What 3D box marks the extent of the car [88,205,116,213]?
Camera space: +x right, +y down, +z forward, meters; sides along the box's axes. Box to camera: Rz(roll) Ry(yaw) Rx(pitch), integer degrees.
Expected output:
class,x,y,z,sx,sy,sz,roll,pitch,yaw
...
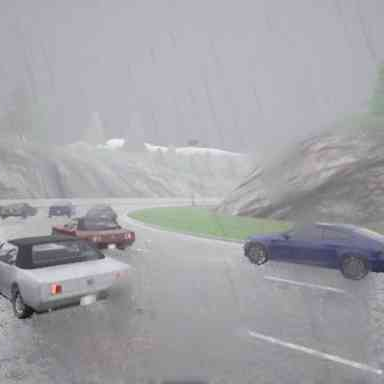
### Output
class,x,y,z,sx,sy,sz,roll,pitch,yaw
car,-7.069,1.718,25.944,1.994,1.385,4.181,0,0,-22

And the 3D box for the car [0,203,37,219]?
class,x,y,z,sx,sy,sz,roll,pitch,yaw
car,-15.855,1.692,30.720,2.033,1.411,5.357,0,0,-12

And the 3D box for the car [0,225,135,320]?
class,x,y,z,sx,sy,sz,roll,pitch,yaw
car,-3.409,1.641,7.512,1.895,1.301,4.718,1,-1,-45

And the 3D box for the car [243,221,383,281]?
class,x,y,z,sx,sy,sz,roll,pitch,yaw
car,3.835,1.621,10.240,4.674,1.442,1.812,0,0,40

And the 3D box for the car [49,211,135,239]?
class,x,y,z,sx,sy,sz,roll,pitch,yaw
car,-4.265,1.681,13.766,1.895,1.301,4.718,1,-1,-38

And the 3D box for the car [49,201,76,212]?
class,x,y,z,sx,sy,sz,roll,pitch,yaw
car,-12.560,1.651,32.414,1.882,1.535,5.008,0,0,-12
